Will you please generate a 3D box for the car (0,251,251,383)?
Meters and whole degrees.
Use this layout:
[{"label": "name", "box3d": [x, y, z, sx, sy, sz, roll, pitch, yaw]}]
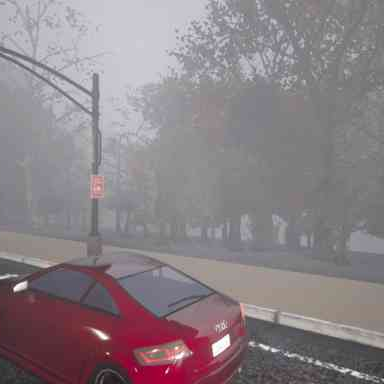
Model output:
[{"label": "car", "box3d": [-1.328, 1.563, 4.629, 4.181, 1.385, 1.994, 0, 0, 35]}]
